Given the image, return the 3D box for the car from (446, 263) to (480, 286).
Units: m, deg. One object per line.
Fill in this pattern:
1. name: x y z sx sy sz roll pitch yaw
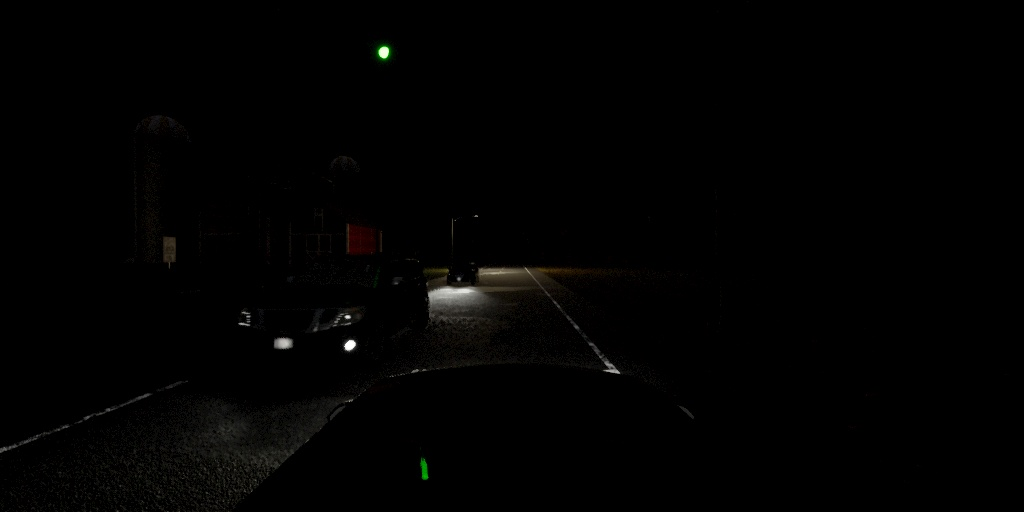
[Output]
1. car: -3.334 1.221 25.164 2.128 1.511 4.902 0 -1 0

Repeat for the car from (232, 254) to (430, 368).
1. car: -3.456 0.976 8.212 2.150 2.045 5.566 0 0 0
